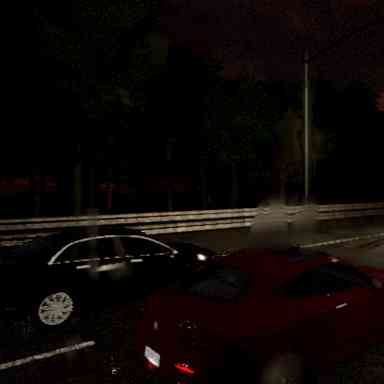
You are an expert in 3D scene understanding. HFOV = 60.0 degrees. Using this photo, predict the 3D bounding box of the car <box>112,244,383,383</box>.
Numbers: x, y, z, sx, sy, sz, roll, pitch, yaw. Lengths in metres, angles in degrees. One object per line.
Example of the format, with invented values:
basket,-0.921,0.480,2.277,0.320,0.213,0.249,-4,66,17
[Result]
car,1.469,1.515,4.767,4.674,1.442,1.812,0,0,-35

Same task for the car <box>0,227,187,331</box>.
car,-1.580,1.499,6.903,4.892,1.490,1.837,0,0,-35
